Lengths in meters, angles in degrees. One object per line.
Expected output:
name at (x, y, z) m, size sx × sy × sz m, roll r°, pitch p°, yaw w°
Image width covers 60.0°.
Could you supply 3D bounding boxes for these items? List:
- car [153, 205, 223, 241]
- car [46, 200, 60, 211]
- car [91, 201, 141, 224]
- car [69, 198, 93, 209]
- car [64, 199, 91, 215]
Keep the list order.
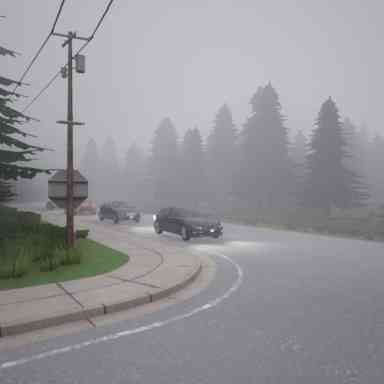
car at (-0.344, 1.470, 16.796) m, size 1.837 × 1.490 × 4.892 m, roll 0°, pitch 0°, yaw -31°
car at (-16.881, 1.499, 41.433) m, size 1.812 × 1.442 × 4.674 m, roll 0°, pitch 0°, yaw -34°
car at (-5.487, 1.457, 24.761) m, size 2.128 × 1.511 × 4.902 m, roll 0°, pitch 0°, yaw -34°
car at (-15.227, 1.537, 45.486) m, size 1.994 × 1.385 × 4.181 m, roll 0°, pitch 0°, yaw -35°
car at (-11.173, 1.325, 33.131) m, size 2.097 × 1.767 × 4.553 m, roll 0°, pitch 0°, yaw -35°
